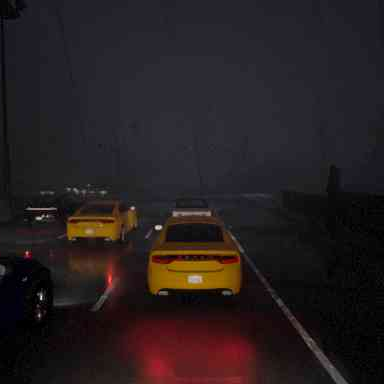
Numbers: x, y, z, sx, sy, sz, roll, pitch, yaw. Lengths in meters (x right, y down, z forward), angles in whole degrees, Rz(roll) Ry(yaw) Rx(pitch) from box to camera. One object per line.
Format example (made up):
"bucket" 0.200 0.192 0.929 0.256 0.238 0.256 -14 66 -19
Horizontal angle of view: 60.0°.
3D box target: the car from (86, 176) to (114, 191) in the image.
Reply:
"car" -14.438 -1.302 52.655 2.150 2.045 5.566 0 3 -1

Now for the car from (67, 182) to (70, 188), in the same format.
"car" -21.513 -1.430 61.239 1.994 1.385 4.181 0 3 0

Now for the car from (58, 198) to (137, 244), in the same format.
"car" -3.496 1.060 13.731 1.882 1.535 5.008 0 3 0

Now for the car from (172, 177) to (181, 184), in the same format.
"car" -4.167 -2.877 86.092 1.882 1.535 5.008 0 3 0

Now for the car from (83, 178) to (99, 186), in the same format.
"car" -21.551 -2.189 71.344 2.097 1.767 4.553 0 3 0

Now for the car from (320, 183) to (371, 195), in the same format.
"car" 17.663 -0.219 37.798 4.902 1.511 2.128 0 3 2

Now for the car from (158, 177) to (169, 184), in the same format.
"car" -7.667 -2.827 86.067 2.128 1.511 4.902 0 3 0

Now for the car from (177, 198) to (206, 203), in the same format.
"car" -0.025 0.972 17.778 1.895 1.301 4.718 0 3 0

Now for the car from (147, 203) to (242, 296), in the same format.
"car" 0.043 1.315 8.409 1.882 1.535 5.008 0 2 0

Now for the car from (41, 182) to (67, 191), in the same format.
"car" -21.480 -0.847 51.177 1.895 1.301 4.718 0 3 0

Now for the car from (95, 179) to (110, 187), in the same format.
"car" -18.018 -1.789 67.136 1.812 1.442 4.674 0 3 0

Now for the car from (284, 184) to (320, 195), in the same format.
"car" 13.803 -0.307 41.423 4.718 1.301 1.895 0 3 2

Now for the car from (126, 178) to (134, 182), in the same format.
"car" -14.571 -2.083 73.859 1.895 1.301 4.718 0 3 0

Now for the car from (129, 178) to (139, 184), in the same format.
"car" -14.652 -2.744 84.156 1.837 1.490 4.892 0 3 0

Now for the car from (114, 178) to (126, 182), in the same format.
"car" -14.531 -1.518 63.566 1.895 1.301 4.718 0 3 0

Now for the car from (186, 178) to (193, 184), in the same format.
"car" -0.671 -2.840 86.582 2.128 1.511 4.902 0 3 0

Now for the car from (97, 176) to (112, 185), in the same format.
"car" -21.638 -2.914 82.301 2.150 2.045 5.566 0 3 0

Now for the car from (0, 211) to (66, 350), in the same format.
"car" -3.427 1.313 3.900 2.097 1.767 4.553 0 1 0

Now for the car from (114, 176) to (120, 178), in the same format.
"car" -18.102 -2.666 77.756 2.150 2.045 5.566 0 3 0

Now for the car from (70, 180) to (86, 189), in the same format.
"car" -18.005 -1.200 55.697 2.128 1.511 4.902 0 3 0

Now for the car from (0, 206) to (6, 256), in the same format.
"car" -6.956 1.321 8.231 1.882 1.535 5.008 0 2 0

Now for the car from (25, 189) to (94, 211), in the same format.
"car" -7.026 0.864 17.642 2.128 1.511 4.902 0 3 0
